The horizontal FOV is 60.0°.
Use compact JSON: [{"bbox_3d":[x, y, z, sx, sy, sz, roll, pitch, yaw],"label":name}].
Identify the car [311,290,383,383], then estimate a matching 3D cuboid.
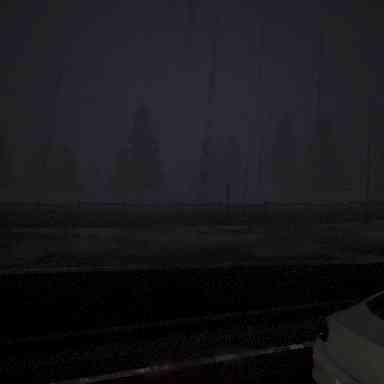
[{"bbox_3d":[3.506,1.525,3.394,4.674,1.442,1.812,0,0,-16],"label":"car"}]
